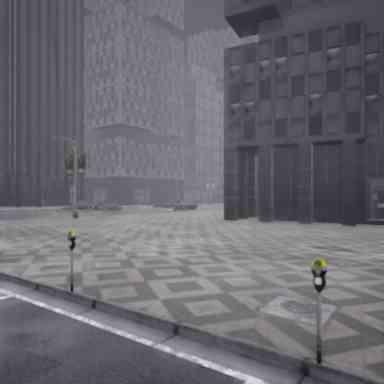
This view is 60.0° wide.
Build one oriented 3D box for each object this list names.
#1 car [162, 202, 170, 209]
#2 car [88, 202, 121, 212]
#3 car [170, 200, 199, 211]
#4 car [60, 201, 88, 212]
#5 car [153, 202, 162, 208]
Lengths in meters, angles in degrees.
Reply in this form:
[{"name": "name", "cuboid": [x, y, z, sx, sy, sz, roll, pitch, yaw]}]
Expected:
[{"name": "car", "cuboid": [-2.574, 2.233, 61.897, 2.033, 1.411, 5.357, 0, -1, 36]}, {"name": "car", "cuboid": [-12.352, 2.133, 48.404, 1.994, 1.385, 4.181, 0, -1, 36]}, {"name": "car", "cuboid": [-0.843, 2.119, 52.980, 2.097, 1.767, 4.553, 0, -1, 36]}, {"name": "car", "cuboid": [-16.543, 2.010, 48.134, 2.128, 1.511, 4.902, 0, -1, 36]}, {"name": "car", "cuboid": [-5.263, 2.487, 63.726, 1.895, 1.301, 4.718, 0, -1, 36]}]
